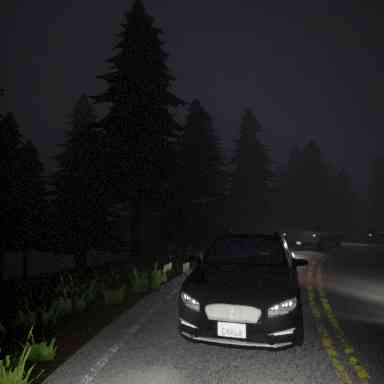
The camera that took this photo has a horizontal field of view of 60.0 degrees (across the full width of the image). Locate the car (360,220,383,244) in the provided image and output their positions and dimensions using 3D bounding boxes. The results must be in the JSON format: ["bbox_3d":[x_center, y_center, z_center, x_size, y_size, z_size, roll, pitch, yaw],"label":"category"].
[{"bbox_3d":[15.910,3.230,26.487,5.566,2.045,2.150,8,-8,-28],"label":"car"}]

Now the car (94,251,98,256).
[{"bbox_3d":[-20.221,13.650,73.008,4.181,1.381,1.994,-2,-5,31],"label":"car"}]

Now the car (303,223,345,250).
[{"bbox_3d":[6.535,2.311,17.748,1.895,1.301,4.718,-3,-6,39],"label":"car"}]

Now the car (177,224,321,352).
[{"bbox_3d":[1.138,1.562,6.627,2.128,1.511,4.902,-1,-2,15],"label":"car"}]
